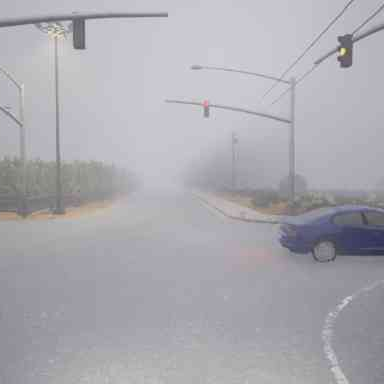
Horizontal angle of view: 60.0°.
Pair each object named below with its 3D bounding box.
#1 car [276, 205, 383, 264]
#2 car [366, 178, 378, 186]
[{"bbox_3d":[5.133,1.156,10.035,5.008,1.535,1.882,-1,3,2],"label":"car"},{"bbox_3d":[42.114,-2.271,77.576,1.905,1.878,3.866,10,10,41],"label":"car"}]
